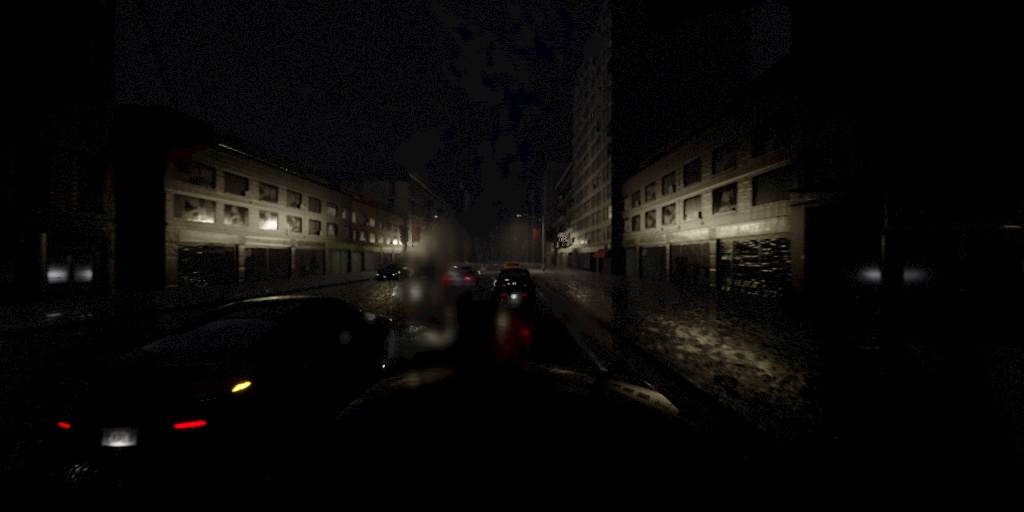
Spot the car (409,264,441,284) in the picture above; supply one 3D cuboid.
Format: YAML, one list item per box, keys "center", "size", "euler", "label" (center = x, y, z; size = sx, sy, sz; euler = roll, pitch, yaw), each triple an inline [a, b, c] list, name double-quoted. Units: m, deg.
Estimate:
- center: [-6.545, 1.383, 29.070]
  size: [1.837, 1.490, 4.892]
  euler: [0, -1, 0]
  label: "car"

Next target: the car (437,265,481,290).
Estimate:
- center: [-3.145, 1.397, 23.396]
  size: [2.033, 1.411, 5.357]
  euler: [0, 0, 0]
  label: "car"

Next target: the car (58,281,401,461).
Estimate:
- center: [-3.146, 1.291, 5.181]
  size: [1.812, 1.442, 4.674]
  euler: [0, 0, 0]
  label: "car"

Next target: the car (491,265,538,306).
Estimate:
- center: [0.101, 1.321, 16.215]
  size: [1.837, 1.490, 4.892]
  euler: [0, 0, 0]
  label: "car"

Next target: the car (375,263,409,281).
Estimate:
- center: [-9.788, 1.386, 30.013]
  size: [1.837, 1.490, 4.892]
  euler: [0, -1, 0]
  label: "car"

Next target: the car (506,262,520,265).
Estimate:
- center: [0.104, 1.388, 36.435]
  size: [1.882, 1.535, 5.008]
  euler: [0, 0, 0]
  label: "car"
